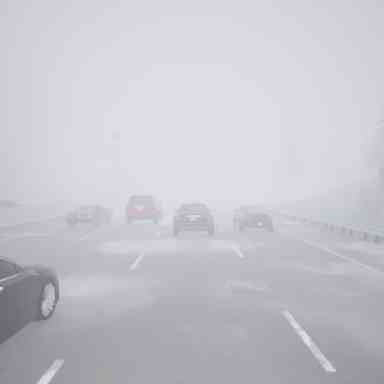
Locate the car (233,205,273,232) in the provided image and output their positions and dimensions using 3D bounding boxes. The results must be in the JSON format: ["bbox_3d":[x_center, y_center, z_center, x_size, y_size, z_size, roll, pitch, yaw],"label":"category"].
[{"bbox_3d":[3.580,1.516,19.945,1.812,1.442,4.674,0,0,0],"label":"car"}]

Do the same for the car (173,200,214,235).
[{"bbox_3d":[0.081,1.344,18.698,2.097,1.767,4.553,0,0,0],"label":"car"}]

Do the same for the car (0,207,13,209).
[{"bbox_3d":[-17.626,1.497,30.510,1.837,1.490,4.892,0,0,0],"label":"car"}]

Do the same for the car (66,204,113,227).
[{"bbox_3d":[-6.923,1.539,22.907,2.033,1.411,5.357,0,0,0],"label":"car"}]

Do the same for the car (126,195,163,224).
[{"bbox_3d":[-3.425,1.212,24.593,2.150,2.045,5.566,0,0,0],"label":"car"}]

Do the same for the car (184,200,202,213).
[{"bbox_3d":[0.059,1.584,37.584,1.895,1.301,4.718,0,0,0],"label":"car"}]

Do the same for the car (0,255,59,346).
[{"bbox_3d":[-3.414,1.504,4.349,1.837,1.490,4.892,0,0,0],"label":"car"}]
